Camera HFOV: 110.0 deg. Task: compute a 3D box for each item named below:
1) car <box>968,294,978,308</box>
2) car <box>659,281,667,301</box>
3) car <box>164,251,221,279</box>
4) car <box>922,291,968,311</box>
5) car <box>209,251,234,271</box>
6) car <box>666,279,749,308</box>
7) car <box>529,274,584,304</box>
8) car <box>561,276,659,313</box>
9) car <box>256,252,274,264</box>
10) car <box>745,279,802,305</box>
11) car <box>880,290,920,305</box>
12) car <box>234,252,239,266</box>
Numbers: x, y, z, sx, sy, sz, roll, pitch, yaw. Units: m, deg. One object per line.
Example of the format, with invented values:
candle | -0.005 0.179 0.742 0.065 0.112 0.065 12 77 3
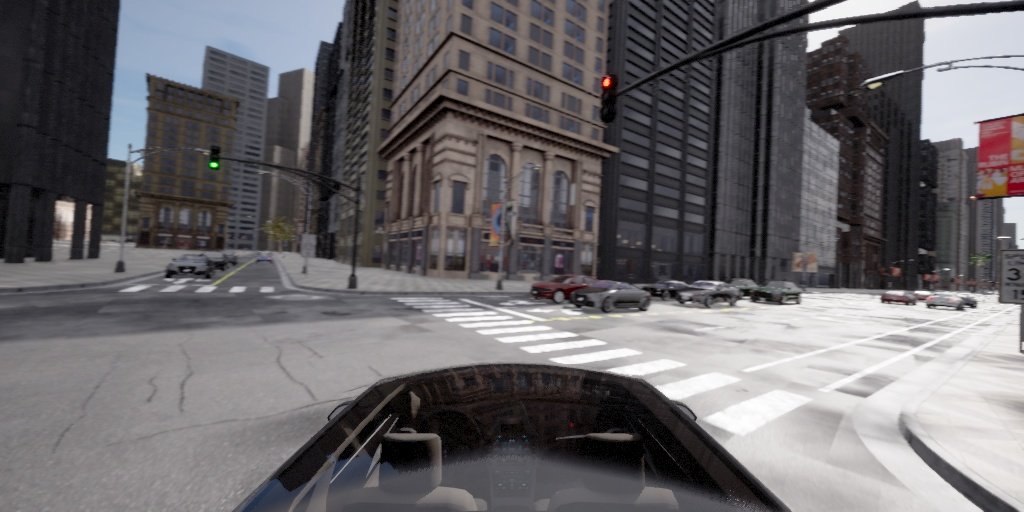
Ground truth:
car | 46.477 4.565 37.159 4.181 1.385 1.994 4 -2 -34
car | 11.018 2.421 25.344 4.718 1.301 1.895 4 -2 -34
car | -19.506 0.586 21.956 1.994 1.385 4.181 4 -1 -34
car | 38.043 3.937 31.495 4.674 1.442 1.812 4 -2 -34
car | -24.535 0.349 29.478 1.882 1.535 5.008 4 -1 -34
car | 12.122 2.300 22.163 4.902 1.511 2.128 4 -2 -34
car | 3.280 1.770 20.146 5.008 1.535 1.882 4 -1 -34
car | 4.731 1.869 17.201 4.181 1.385 1.994 4 -1 -34
car | -33.550 0.271 48.686 2.033 1.411 5.357 4 -1 -34
car | 20.391 2.725 27.700 4.553 1.767 2.097 4 -2 -34
car | 38.486 4.094 35.712 4.181 1.385 1.994 4 -2 -33
car | -30.297 0.194 38.108 2.128 1.511 4.902 4 -1 -34
